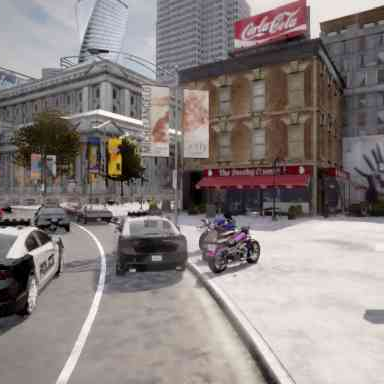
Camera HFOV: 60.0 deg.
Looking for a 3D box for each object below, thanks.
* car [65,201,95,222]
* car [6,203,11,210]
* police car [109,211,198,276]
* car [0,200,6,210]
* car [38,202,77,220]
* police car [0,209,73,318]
[{"bbox_3d":[-10.641,1.512,29.304,2.002,1.452,4.674,0,0,-38],"label":"car"},{"bbox_3d":[-21.352,1.545,36.117,4.181,1.385,1.994,0,0,41],"label":"car"},{"bbox_3d":[-1.526,1.424,10.675,1.930,1.638,5.238,0,0,-15],"label":"police car"},{"bbox_3d":[-13.468,1.339,21.583,2.097,1.767,4.553,0,0,-31],"label":"car"},{"bbox_3d":[-8.503,1.541,19.988,2.033,1.411,5.357,0,0,-27],"label":"car"},{"bbox_3d":[-4.145,1.422,7.414,1.930,1.638,5.238,0,0,-12],"label":"police car"}]
